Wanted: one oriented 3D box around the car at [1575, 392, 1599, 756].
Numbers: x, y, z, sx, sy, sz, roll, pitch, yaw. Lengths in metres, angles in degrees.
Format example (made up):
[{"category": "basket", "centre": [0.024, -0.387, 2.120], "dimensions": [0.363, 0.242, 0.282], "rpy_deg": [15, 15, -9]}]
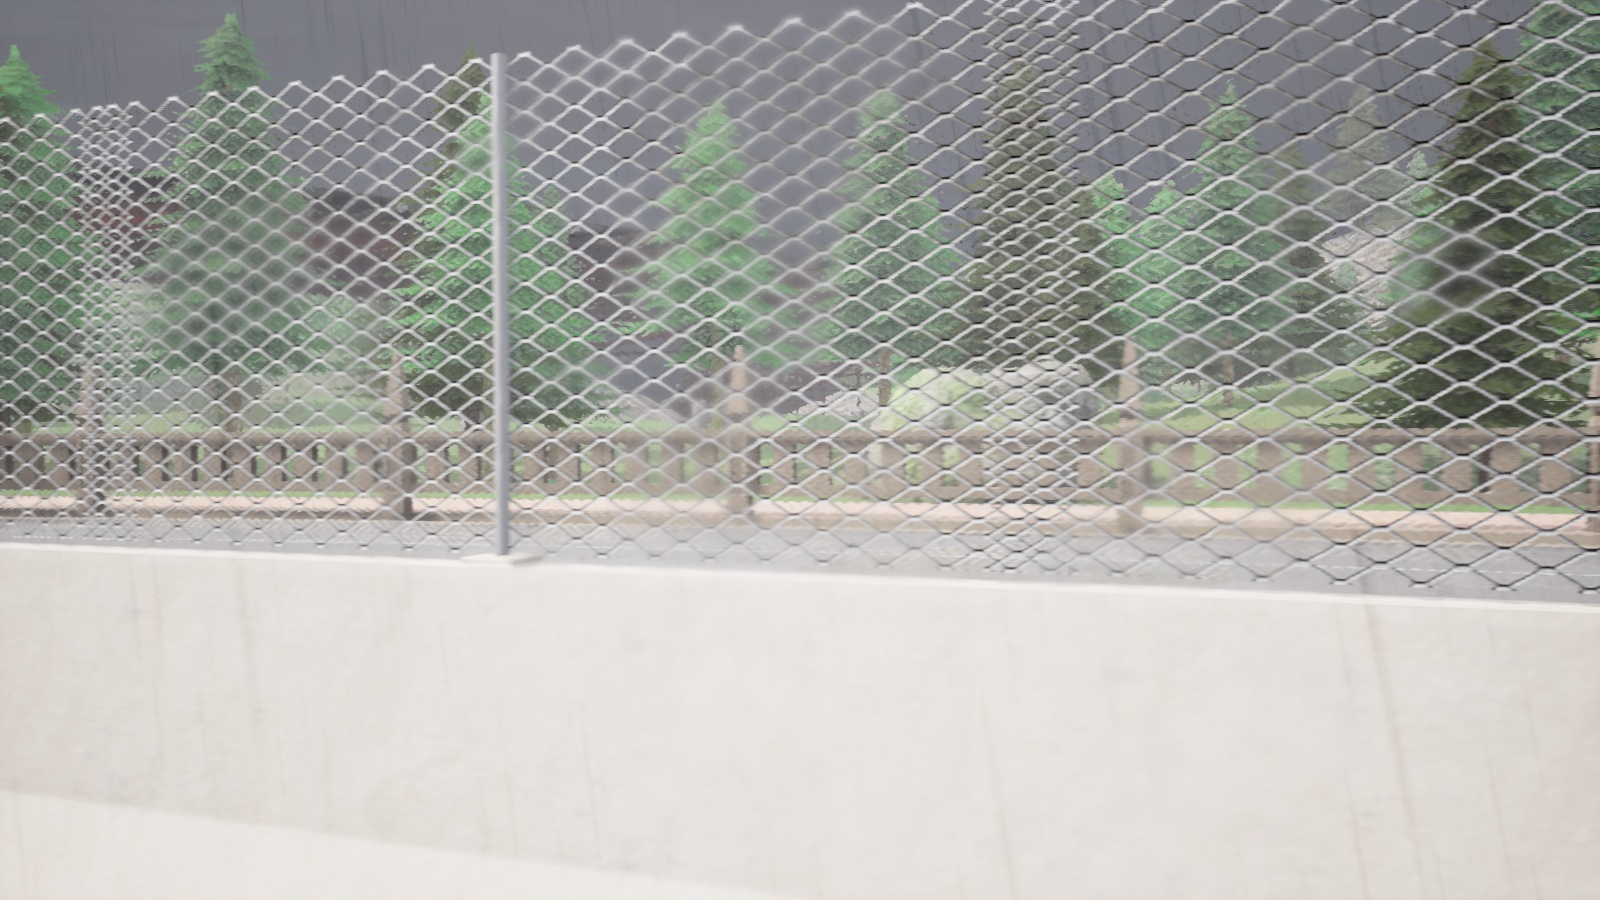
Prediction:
[{"category": "car", "centre": [5.834, 0.627, 4.826], "dimensions": [4.553, 1.767, 2.097], "rpy_deg": [1, 1, 22]}]
